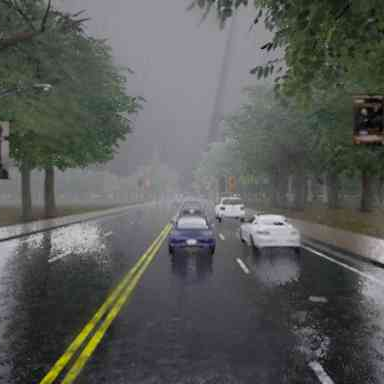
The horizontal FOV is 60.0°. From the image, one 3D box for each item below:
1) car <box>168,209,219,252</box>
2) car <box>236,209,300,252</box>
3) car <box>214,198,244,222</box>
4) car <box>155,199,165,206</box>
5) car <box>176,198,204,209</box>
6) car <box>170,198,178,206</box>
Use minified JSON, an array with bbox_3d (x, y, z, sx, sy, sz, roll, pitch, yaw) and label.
[{"bbox_3d":[0.003,1.665,14.383,1.812,1.442,4.674,0,0,0],"label":"car"},{"bbox_3d":[3.254,1.665,14.392,1.812,1.442,4.674,0,0,0],"label":"car"},{"bbox_3d":[3.227,1.495,29.024,2.150,2.045,5.566,0,0,0],"label":"car"},{"bbox_3d":[-6.709,2.201,70.965,2.128,1.511,4.902,0,-1,0],"label":"car"},{"bbox_3d":[-0.021,1.629,29.076,2.097,1.767,4.553,0,-1,0],"label":"car"},{"bbox_3d":[-3.459,2.031,71.021,2.097,1.767,4.553,0,-1,0],"label":"car"}]
